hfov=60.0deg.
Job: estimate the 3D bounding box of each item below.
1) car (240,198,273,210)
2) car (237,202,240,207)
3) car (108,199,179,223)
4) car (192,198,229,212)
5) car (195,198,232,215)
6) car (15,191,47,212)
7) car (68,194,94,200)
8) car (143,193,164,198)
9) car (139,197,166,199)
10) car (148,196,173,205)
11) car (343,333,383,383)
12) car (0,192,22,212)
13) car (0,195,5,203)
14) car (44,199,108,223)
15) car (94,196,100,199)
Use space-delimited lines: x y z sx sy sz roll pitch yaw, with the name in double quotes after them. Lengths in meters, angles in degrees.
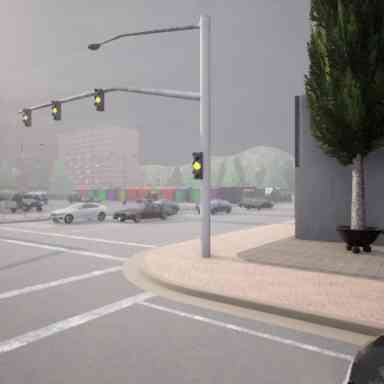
8.756 1.552 42.974 2.033 1.411 5.357 0 0 37 "car"
8.680 1.553 48.682 2.033 1.411 5.357 0 0 37 "car"
-3.685 1.553 26.272 2.033 1.411 5.357 0 0 36 "car"
2.341 1.498 40.240 2.128 1.511 4.902 0 0 37 "car"
2.460 1.531 34.535 1.812 1.442 4.674 0 0 37 "car"
-18.181 1.167 36.464 3.866 1.878 1.905 0 0 35 "car"
-21.211 1.169 62.604 4.605 1.855 1.932 0 0 35 "car"
-6.889 1.167 52.513 3.866 1.878 1.905 0 0 35 "car"
-3.136 1.532 32.879 1.812 1.442 4.674 0 0 37 "car"
-5.210 1.406 54.872 3.806 1.475 1.970 0 0 35 "car"
3.375 1.491 1.558 4.902 1.511 2.128 0 0 36 "car"
-19.895 1.164 34.131 4.605 1.855 1.932 0 0 35 "car"
-38.223 1.384 64.539 3.905 1.438 1.784 0 0 35 "car"
-8.524 1.532 25.537 1.812 1.442 4.674 0 0 38 "car"
-19.488 1.379 64.933 3.905 1.438 1.784 0 0 35 "car"
